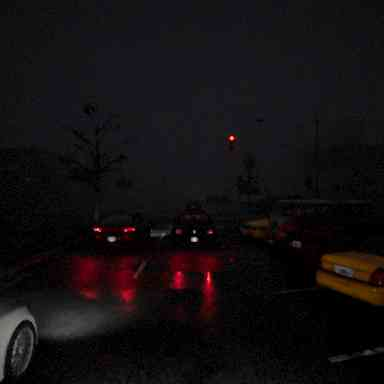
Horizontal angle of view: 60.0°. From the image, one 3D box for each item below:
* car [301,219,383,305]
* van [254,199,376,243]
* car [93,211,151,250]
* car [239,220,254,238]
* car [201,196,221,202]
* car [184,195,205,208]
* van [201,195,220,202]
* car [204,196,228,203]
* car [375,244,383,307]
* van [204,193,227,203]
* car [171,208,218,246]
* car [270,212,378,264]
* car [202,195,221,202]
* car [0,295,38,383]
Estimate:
[{"bbox_3d":[5.242,1.490,7.097,5.366,1.575,1.946,1,0,-20],"label":"car"},{"bbox_3d":[4.961,1.267,12.954,4.442,1.987,1.878,1,0,-20],"label":"van"},{"bbox_3d":[-2.904,1.530,14.333,1.812,1.442,4.674,0,0,0],"label":"car"},{"bbox_3d":[4.894,1.492,15.912,5.366,1.575,1.946,1,0,-20],"label":"car"},{"bbox_3d":[5.222,2.055,92.148,5.366,1.575,1.946,1,-2,-20],"label":"car"},{"bbox_3d":[0.077,1.474,40.040,2.128,1.511,4.902,-1,0,0],"label":"car"},{"bbox_3d":[4.946,1.753,89.064,4.442,1.987,1.878,1,-1,-20],"label":"van"},{"bbox_3d":[5.049,1.589,71.239,4.674,1.452,2.002,1,-2,-20],"label":"car"},{"bbox_3d":[5.062,1.491,4.050,4.892,1.521,2.231,1,0,-20],"label":"car"},{"bbox_3d":[4.949,1.248,68.222,4.442,1.987,1.878,1,-1,-20],"label":"van"},{"bbox_3d":[0.097,1.606,15.347,1.895,1.301,4.718,0,0,0],"label":"car"},{"bbox_3d":[5.093,1.522,10.027,4.792,1.488,2.163,1,0,-20],"label":"car"},{"bbox_3d":[5.083,1.784,86.136,4.553,1.767,2.185,1,-1,-20],"label":"car"},{"bbox_3d":[-2.902,1.525,2.414,1.812,1.442,4.674,0,0,0],"label":"car"}]
